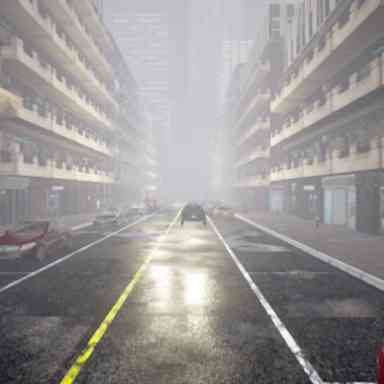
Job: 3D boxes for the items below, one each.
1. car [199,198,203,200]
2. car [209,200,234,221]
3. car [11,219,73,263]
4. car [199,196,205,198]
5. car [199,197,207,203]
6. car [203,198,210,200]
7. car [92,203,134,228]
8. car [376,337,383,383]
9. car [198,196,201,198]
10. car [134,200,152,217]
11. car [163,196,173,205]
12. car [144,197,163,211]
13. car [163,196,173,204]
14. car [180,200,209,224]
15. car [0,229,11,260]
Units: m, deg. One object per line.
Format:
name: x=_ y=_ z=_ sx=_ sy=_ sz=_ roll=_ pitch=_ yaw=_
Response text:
car: x=0.116 y=1.887 z=45.649 sx=1.994 sy=1.385 sz=4.181 roll=0 pitch=0 yaw=0
car: x=2.689 y=1.731 z=29.122 sx=1.752 sy=1.417 sz=4.829 roll=-1 pitch=0 yaw=0
car: x=-5.696 y=1.669 z=12.177 sx=1.802 sy=1.307 sz=4.206 roll=-1 pitch=0 yaw=0
car: x=2.702 y=2.010 z=62.562 sx=1.947 sy=1.339 sz=4.313 roll=-1 pitch=0 yaw=0
car: x=2.708 y=2.045 z=84.972 sx=1.967 sy=1.590 sz=4.097 roll=-1 pitch=0 yaw=0
car: x=2.692 y=1.724 z=40.156 sx=1.967 sy=1.590 sz=4.097 roll=-1 pitch=0 yaw=0
car: x=-5.692 y=1.716 z=23.382 sx=2.008 sy=1.369 sz=4.403 roll=-1 pitch=0 yaw=0
car: x=2.677 y=1.323 z=0.944 sx=2.192 sy=1.841 sz=5.009 roll=-1 pitch=0 yaw=0
car: x=2.703 y=2.035 z=68.165 sx=2.008 sy=1.369 sz=4.403 roll=-1 pitch=0 yaw=0
car: x=-5.688 y=1.795 z=34.585 sx=2.008 sy=1.369 sz=4.403 roll=-1 pitch=0 yaw=0
car: x=-5.675 y=2.075 z=73.798 sx=2.008 sy=1.369 sz=4.403 roll=-1 pitch=0 yaw=0
car: x=-5.688 y=1.639 z=45.791 sx=2.192 sy=1.841 sz=5.009 roll=-1 pitch=0 yaw=0
car: x=-5.676 y=1.880 z=79.402 sx=2.192 sy=1.841 sz=5.009 roll=-1 pitch=0 yaw=0
car: x=0.108 y=1.664 z=26.340 sx=1.882 sy=1.535 sz=5.008 roll=0 pitch=-1 yaw=0
car: x=-5.698 y=1.629 z=6.575 sx=1.802 sy=1.307 sz=4.206 roll=-1 pitch=0 yaw=0
